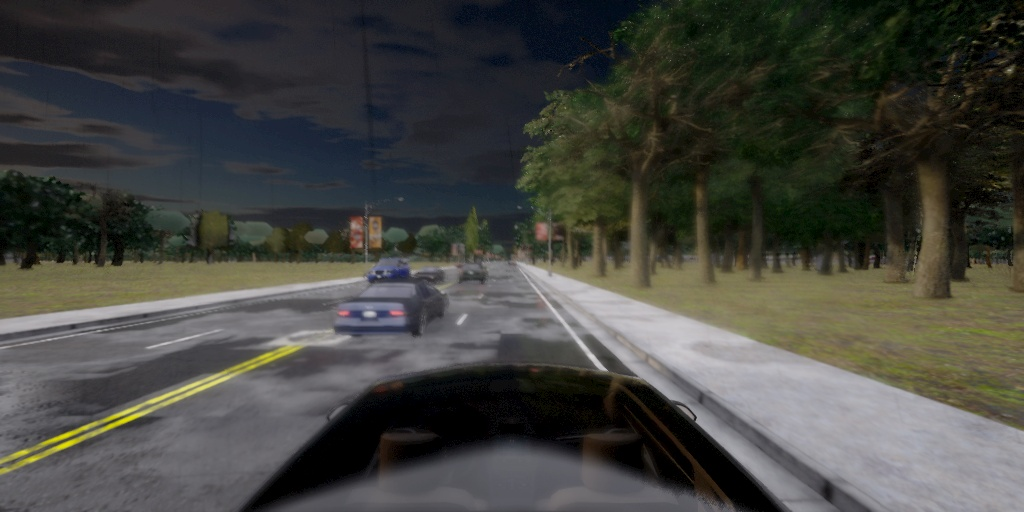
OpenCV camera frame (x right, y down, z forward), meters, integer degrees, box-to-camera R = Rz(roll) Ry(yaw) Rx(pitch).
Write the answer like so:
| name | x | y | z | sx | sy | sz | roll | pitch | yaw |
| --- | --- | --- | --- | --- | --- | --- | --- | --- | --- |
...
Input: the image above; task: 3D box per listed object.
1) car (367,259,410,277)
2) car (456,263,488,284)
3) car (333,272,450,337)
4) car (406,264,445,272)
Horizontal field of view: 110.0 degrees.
| name | x | y | z | sx | sy | sz | roll | pitch | yaw |
| --- | --- | --- | --- | --- | --- | --- | --- | --- | --- |
| car | -9.857 | 1.229 | 29.414 | 2.150 | 2.045 | 5.566 | 0 | 0 | 0 |
| car | -3.161 | 1.369 | 30.275 | 2.097 | 1.767 | 4.553 | 0 | -1 | 0 |
| car | -3.158 | 1.375 | 10.504 | 2.033 | 1.411 | 5.357 | 0 | -1 | 0 |
| car | -6.607 | 1.554 | 29.216 | 2.033 | 1.411 | 5.357 | 0 | -1 | 0 |
